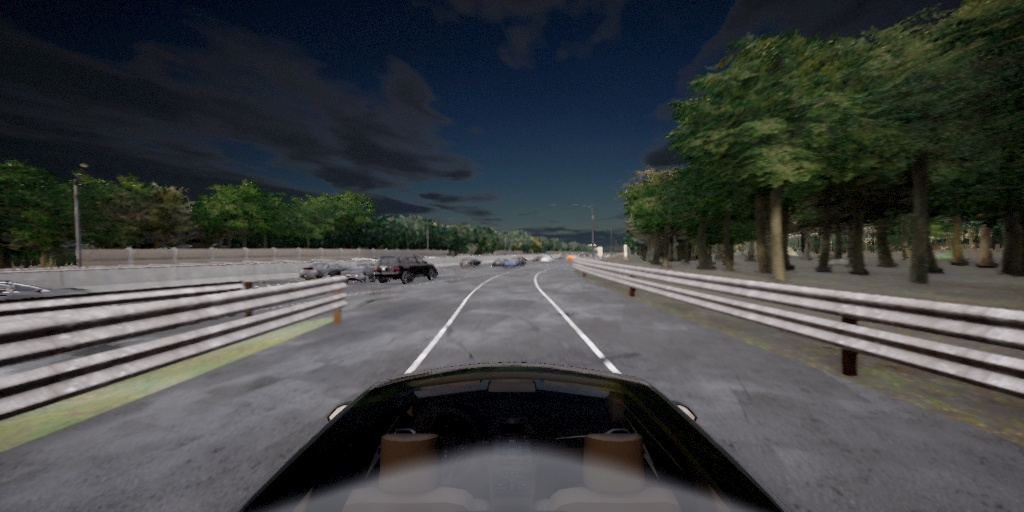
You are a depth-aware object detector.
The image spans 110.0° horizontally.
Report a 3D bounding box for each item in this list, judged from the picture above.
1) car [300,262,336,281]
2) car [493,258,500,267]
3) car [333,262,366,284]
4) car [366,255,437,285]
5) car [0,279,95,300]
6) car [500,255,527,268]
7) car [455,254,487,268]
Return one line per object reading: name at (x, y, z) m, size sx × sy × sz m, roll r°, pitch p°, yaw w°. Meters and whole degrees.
car at (-14.342, 1.255, 28.526) m, size 2.128 × 1.511 × 4.902 m, roll 0°, pitch 1°, yaw 18°
car at (-1.505, 0.932, 55.926) m, size 1.994 × 1.385 × 4.181 m, roll 0°, pitch 1°, yaw 18°
car at (-11.024, 1.303, 27.410) m, size 1.994 × 1.385 × 4.181 m, roll 0°, pitch 1°, yaw 18°
car at (-7.692, 0.933, 26.345) m, size 2.150 × 2.045 × 5.566 m, roll 0°, pitch 1°, yaw 18°
car at (-16.433, 1.456, 11.208) m, size 2.128 × 1.511 × 4.902 m, roll 0°, pitch 1°, yaw 18°
car at (0.547, 0.940, 51.023) m, size 2.033 × 1.411 × 5.357 m, roll 0°, pitch 1°, yaw 18°
car at (-6.090, 0.934, 53.246) m, size 2.128 × 1.511 × 4.902 m, roll 0°, pitch 1°, yaw 18°
